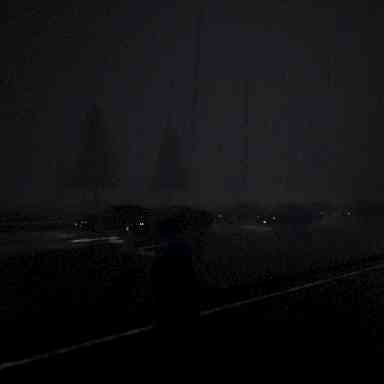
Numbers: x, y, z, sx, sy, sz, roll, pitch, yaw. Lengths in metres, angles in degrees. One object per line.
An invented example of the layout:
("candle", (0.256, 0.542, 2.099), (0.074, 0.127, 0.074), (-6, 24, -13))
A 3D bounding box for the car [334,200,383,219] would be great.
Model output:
("car", (14.851, 1.491, 28.649), (4.902, 1.511, 2.128), (0, 0, -35))

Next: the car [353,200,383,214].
("car", (19.654, 1.564, 36.279), (4.181, 1.385, 1.994), (0, 0, -35))

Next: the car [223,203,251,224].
("car", (3.653, 1.547, 24.987), (5.357, 1.411, 2.033), (0, 0, -35))

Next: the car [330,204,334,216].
("car", (11.446, 1.601, 30.518), (4.718, 1.301, 1.895), (0, 0, -35))

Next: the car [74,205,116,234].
("car", (-4.285, 1.505, 19.341), (4.892, 1.490, 1.837), (0, 0, -35))

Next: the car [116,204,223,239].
("car", (-1.092, 1.492, 17.315), (4.902, 1.511, 2.128), (0, 0, -35))

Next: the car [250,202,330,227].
("car", (6.851, 1.547, 22.970), (5.357, 1.411, 2.033), (0, 0, -35))
